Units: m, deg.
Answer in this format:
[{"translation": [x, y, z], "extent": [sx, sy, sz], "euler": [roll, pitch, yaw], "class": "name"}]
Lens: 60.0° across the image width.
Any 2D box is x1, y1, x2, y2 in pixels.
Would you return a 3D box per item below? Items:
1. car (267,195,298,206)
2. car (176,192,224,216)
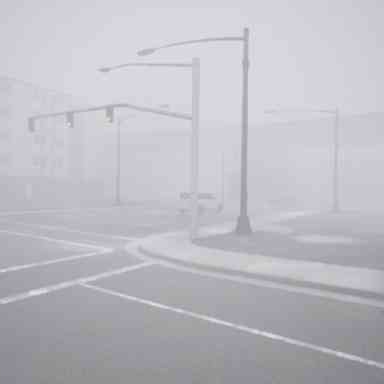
[{"translation": [13.647, 1.228, 50.211], "extent": [5.008, 1.535, 1.882], "euler": [1, 0, -26], "class": "car"}, {"translation": [0.838, 1.003, 30.487], "extent": [2.150, 2.045, 5.566], "euler": [1, 1, 34], "class": "car"}]
